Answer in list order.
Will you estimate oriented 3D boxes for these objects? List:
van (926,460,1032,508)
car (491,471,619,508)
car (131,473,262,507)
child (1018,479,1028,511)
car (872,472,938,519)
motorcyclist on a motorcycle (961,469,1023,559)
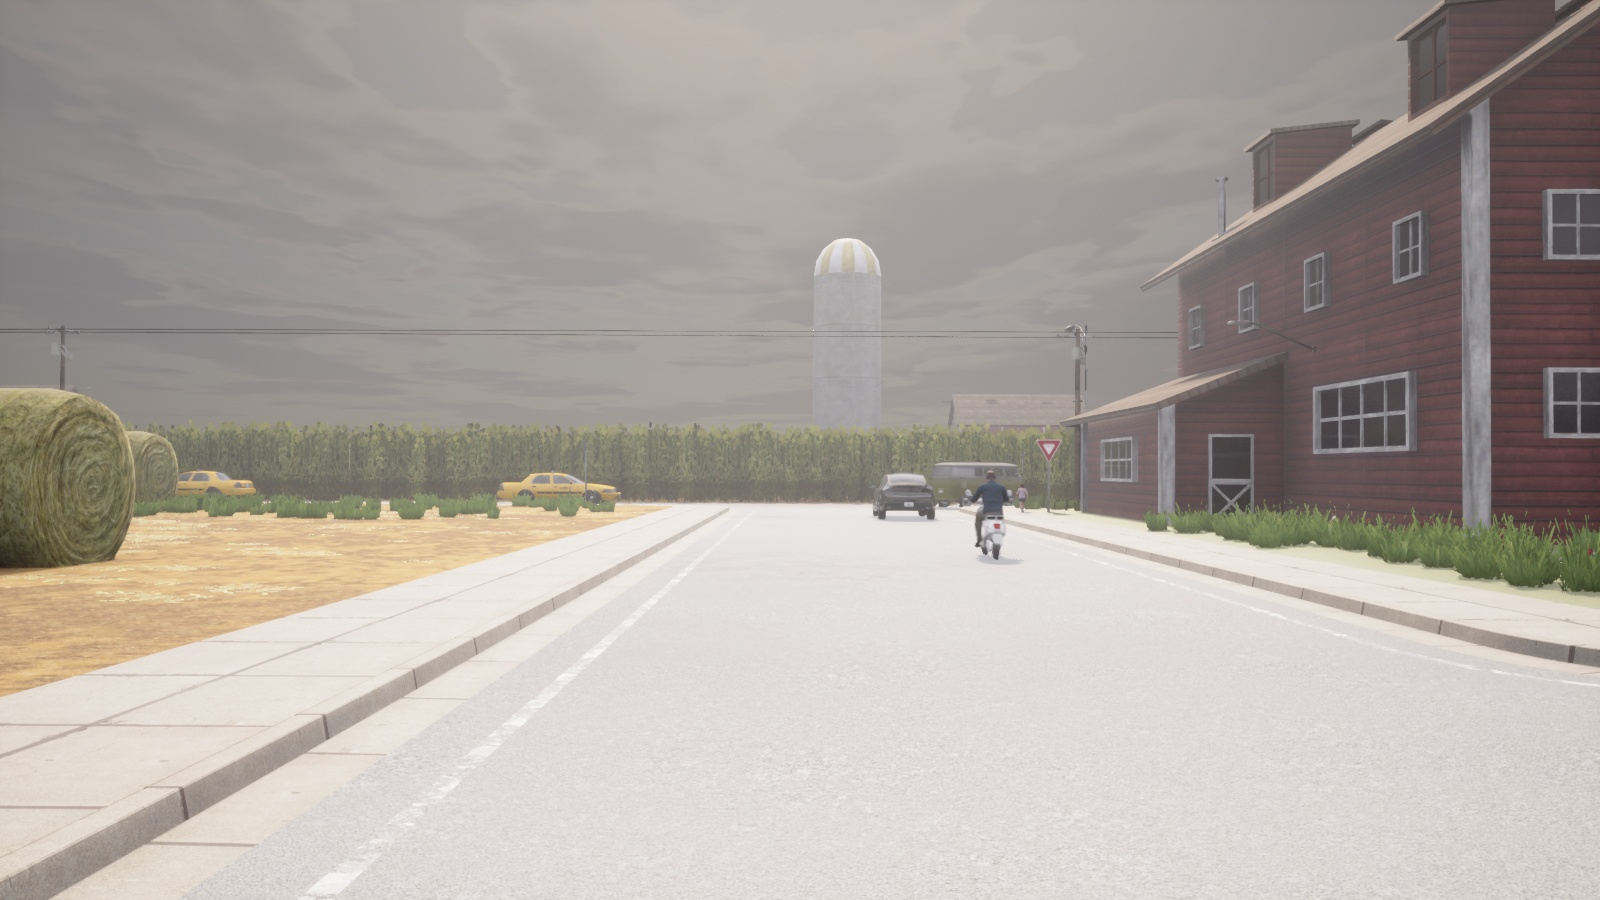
[{"bbox_3d":[7.806,1.477,54.603,4.442,1.987,1.775,1,-2,-32],"label":"van"},{"bbox_3d":[-10.899,1.756,56.101,5.366,1.575,1.801,0,-1,1],"label":"car"},{"bbox_3d":[-28.726,1.874,59.861,5.366,1.575,1.801,0,-1,1],"label":"car"},{"bbox_3d":[7.793,1.571,43.953,0.255,1.110,0.394,0,-1,-1],"label":"child"},{"bbox_3d":[3.489,1.521,42.492,1.837,1.490,4.892,0,-1,0],"label":"car"},{"bbox_3d":[3.497,1.145,23.027,0.866,1.590,1.817,0,-1,0],"label":"motorcyclist on a motorcycle"}]
